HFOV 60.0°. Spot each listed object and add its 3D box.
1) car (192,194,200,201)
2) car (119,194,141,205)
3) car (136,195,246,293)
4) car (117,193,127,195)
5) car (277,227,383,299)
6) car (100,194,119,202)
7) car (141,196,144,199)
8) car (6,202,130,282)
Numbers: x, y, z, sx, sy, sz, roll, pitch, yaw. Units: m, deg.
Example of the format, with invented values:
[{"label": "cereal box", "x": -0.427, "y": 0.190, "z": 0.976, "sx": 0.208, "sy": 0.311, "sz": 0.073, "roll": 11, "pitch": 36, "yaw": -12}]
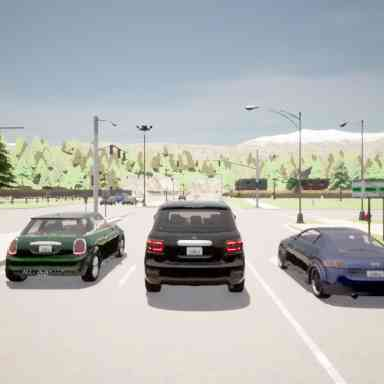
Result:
[{"label": "car", "x": 1.089, "y": 1.307, "z": 83.377, "sx": 1.882, "sy": 1.535, "sz": 5.008, "roll": 0, "pitch": 0, "yaw": 1}, {"label": "car", "x": -10.882, "y": 1.545, "z": 58.268, "sx": 2.033, "sy": 1.411, "sz": 5.357, "roll": 0, "pitch": 0, "yaw": 1}, {"label": "car", "x": 0.072, "y": 1.221, "z": 9.030, "sx": 2.150, "sy": 2.045, "sz": 5.566, "roll": 0, "pitch": 0, "yaw": 0}, {"label": "car", "x": -14.207, "y": 1.218, "z": 66.535, "sx": 2.150, "sy": 2.045, "sz": 5.566, "roll": 0, "pitch": 0, "yaw": 1}, {"label": "car", "x": 3.575, "y": 1.564, "z": 8.485, "sx": 1.994, "sy": 1.385, "sz": 4.181, "roll": 0, "pitch": 0, "yaw": 0}, {"label": "car", "x": -14.410, "y": 1.561, "z": 57.181, "sx": 1.994, "sy": 1.385, "sz": 4.181, "roll": 0, "pitch": 0, "yaw": 1}, {"label": "car", "x": -10.679, "y": 1.522, "z": 67.850, "sx": 1.812, "sy": 1.442, "sz": 4.674, "roll": 0, "pitch": 0, "yaw": 1}, {"label": "car", "x": -3.420, "y": 1.352, "z": 9.924, "sx": 2.097, "sy": 1.767, "sz": 4.553, "roll": 0, "pitch": 0, "yaw": 0}]
